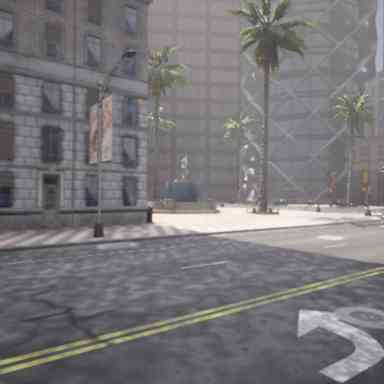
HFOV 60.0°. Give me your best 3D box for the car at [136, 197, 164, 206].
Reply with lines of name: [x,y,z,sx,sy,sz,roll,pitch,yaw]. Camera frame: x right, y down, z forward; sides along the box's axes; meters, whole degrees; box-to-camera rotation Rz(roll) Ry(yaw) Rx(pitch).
car: [-7.996,1.815,62.992,5.008,1.535,1.882,0,-1,1]

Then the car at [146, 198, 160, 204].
car: [-8.619,1.660,59.518,4.553,1.767,2.097,1,0,0]
